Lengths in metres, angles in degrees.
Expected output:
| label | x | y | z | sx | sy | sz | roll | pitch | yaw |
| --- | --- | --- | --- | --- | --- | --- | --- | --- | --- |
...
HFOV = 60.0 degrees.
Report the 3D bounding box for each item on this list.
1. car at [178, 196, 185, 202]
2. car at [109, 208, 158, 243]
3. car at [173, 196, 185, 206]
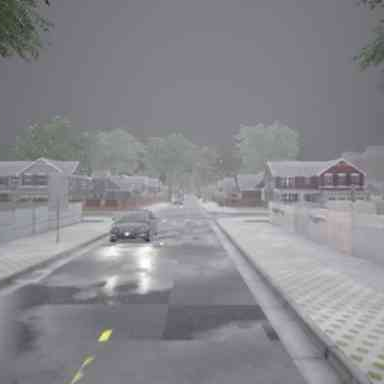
| label | x | y | z | sx | sy | sz | roll | pitch | yaw |
| --- | --- | --- | --- | --- | --- | --- | --- | --- | --- |
| car | -2.771 | 1.992 | 90.983 | 1.837 | 1.490 | 4.892 | 0 | 0 | 0 |
| car | -2.825 | 1.634 | 16.932 | 1.837 | 1.490 | 4.892 | 0 | -1 | 0 |
| car | -2.765 | 2.032 | 66.673 | 2.033 | 1.411 | 5.357 | 0 | 0 | 0 |
